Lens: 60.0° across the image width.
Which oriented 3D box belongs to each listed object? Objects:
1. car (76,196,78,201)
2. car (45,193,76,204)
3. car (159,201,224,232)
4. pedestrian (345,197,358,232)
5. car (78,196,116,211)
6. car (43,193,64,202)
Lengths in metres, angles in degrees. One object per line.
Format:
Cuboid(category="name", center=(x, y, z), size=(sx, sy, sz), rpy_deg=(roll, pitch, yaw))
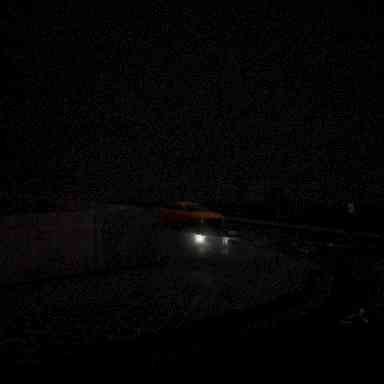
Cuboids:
Cuboid(category="car", center=(-17.968, 0.966, 48.861), size=(1.812, 1.442, 4.674), rpy_deg=(1, 0, -36))
Cuboid(category="car", center=(-16.895, 0.974, 42.433), size=(2.128, 1.511, 4.902), rpy_deg=(1, 0, -35))
Cuboid(category="car", center=(-0.215, 1.337, 19.231), size=(1.882, 1.535, 5.008), rpy_deg=(1, 0, -36))
Cuboid(category="pedestrian", center=(8.328, 1.160, 17.415), size=(0.375, 1.860, 0.375), rpy_deg=(2, -1, -36))
Cuboid(category="car", center=(-8.659, 1.148, 30.944), size=(1.882, 1.535, 5.008), rpy_deg=(1, 0, -36))
Cuboid(category="car", center=(-23.706, 0.853, 56.811), size=(2.033, 1.411, 5.357), rpy_deg=(1, 0, -36))
